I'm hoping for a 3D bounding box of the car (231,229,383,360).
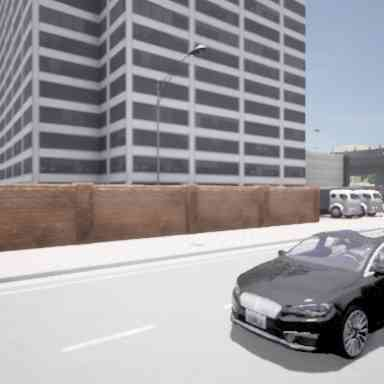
[{"bbox_3d":[2.853,1.482,6.027,4.902,1.511,2.128,0,0,-36],"label":"car"}]
